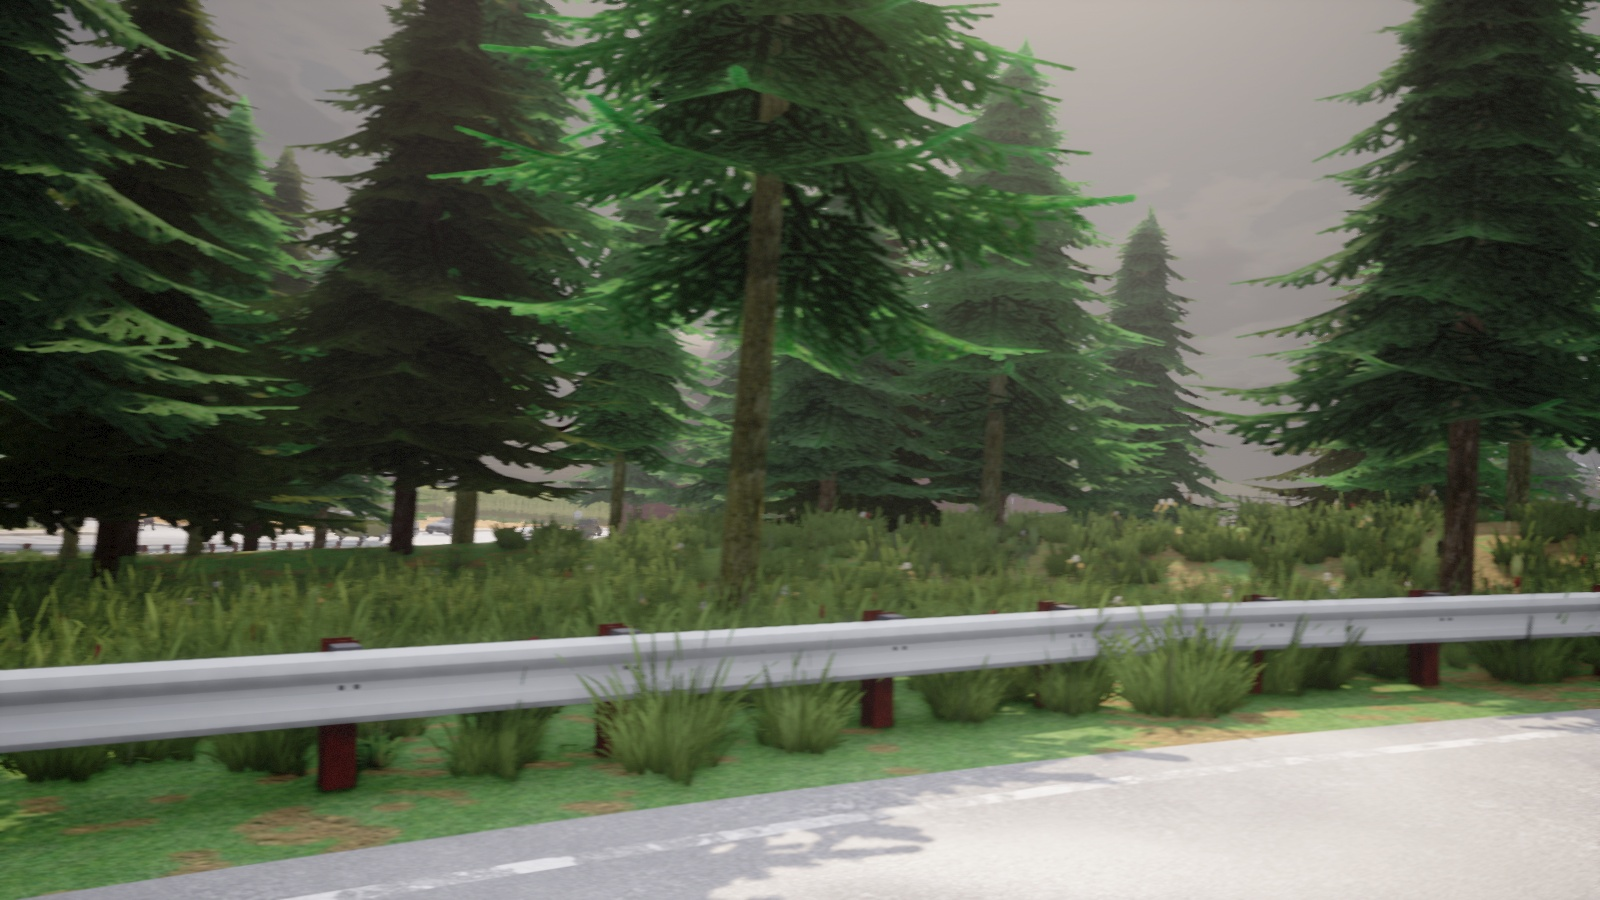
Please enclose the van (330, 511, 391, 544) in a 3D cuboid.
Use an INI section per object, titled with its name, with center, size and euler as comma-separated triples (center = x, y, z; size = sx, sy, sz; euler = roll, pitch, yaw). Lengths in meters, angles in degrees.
[van]
center = -28.532, 5.028, 81.647
size = 1.775, 1.987, 4.442
euler = 4, -3, 8
